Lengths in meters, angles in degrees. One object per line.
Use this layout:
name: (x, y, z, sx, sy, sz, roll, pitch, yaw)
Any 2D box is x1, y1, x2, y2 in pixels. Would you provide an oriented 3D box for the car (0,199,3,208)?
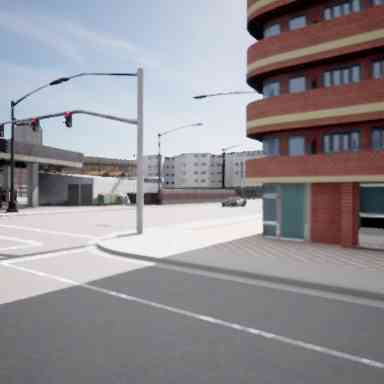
car: (-24.727, 1.197, 40.499, 3.806, 1.475, 1.970, 0, 0, 36)

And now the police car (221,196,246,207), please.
police car: (6.034, 1.367, 48.233, 2.038, 1.542, 4.974, 0, 0, 35)
